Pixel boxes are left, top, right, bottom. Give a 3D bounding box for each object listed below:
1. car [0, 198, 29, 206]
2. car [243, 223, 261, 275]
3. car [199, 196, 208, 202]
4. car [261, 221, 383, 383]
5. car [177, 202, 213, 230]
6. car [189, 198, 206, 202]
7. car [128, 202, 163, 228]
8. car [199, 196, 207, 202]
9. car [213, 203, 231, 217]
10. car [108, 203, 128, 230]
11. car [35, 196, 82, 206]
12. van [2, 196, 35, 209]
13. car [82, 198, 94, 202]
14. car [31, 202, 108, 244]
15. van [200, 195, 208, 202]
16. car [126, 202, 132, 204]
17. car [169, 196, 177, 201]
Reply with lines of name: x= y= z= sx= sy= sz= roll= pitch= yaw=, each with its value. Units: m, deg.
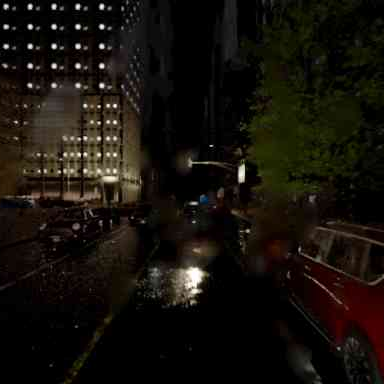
car: x=-29.524 y=1.688 z=55.012 sx=4.206 sy=1.307 sz=1.802 roll=0 pitch=0 yaw=1
car: x=2.701 y=1.577 z=10.410 sx=1.887 sy=1.381 sz=4.507 roll=0 pitch=0 yaw=0
car: x=2.803 y=1.796 z=81.796 sx=2.008 sy=1.369 sz=4.403 roll=0 pitch=0 yaw=0
car: x=2.692 y=1.330 z=4.887 sx=2.192 sy=1.841 sz=5.009 roll=0 pitch=0 yaw=0
car: x=0.135 y=1.568 z=21.568 sx=1.837 sy=1.490 sz=4.892 roll=0 pitch=-1 yaw=0
car: x=0.152 y=1.672 z=35.031 sx=1.994 sy=1.385 sz=4.181 roll=0 pitch=0 yaw=0
car: x=-3.044 y=1.597 z=22.985 sx=1.812 sy=1.442 sz=4.674 roll=0 pitch=0 yaw=0
car: x=2.811 y=1.811 z=87.493 sx=2.008 sy=1.369 sz=4.403 roll=0 pitch=0 yaw=0
car: x=2.862 y=1.682 z=32.507 sx=1.802 sy=1.307 sz=4.206 roll=0 pitch=0 yaw=0
car: x=-5.722 y=1.633 z=21.465 sx=1.947 sy=1.339 sz=4.313 roll=0 pitch=0 yaw=0
car: x=-18.541 y=1.455 z=46.501 sx=5.009 sy=1.841 sz=2.192 roll=0 pitch=0 yaw=1
van: x=-24.082 y=1.473 z=46.566 sx=3.998 sy=1.788 sz=1.690 roll=0 pitch=0 yaw=1
car: x=-18.443 y=1.672 z=54.882 sx=4.403 sy=1.369 sz=2.008 roll=0 pitch=0 yaw=1
car: x=-5.672 y=1.490 z=15.943 sx=1.967 sy=1.590 sz=4.097 roll=0 pitch=0 yaw=0
van: x=2.794 y=1.570 z=76.100 sx=1.690 sy=1.788 sz=3.998 roll=0 pitch=0 yaw=0
car: x=-5.779 y=1.641 z=31.143 sx=1.887 sy=1.381 sz=4.507 roll=0 pitch=0 yaw=0
car: x=-5.561 y=1.820 z=93.202 sx=1.887 sy=1.381 sz=4.507 roll=0 pitch=0 yaw=0
